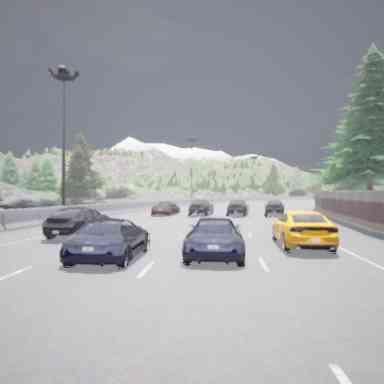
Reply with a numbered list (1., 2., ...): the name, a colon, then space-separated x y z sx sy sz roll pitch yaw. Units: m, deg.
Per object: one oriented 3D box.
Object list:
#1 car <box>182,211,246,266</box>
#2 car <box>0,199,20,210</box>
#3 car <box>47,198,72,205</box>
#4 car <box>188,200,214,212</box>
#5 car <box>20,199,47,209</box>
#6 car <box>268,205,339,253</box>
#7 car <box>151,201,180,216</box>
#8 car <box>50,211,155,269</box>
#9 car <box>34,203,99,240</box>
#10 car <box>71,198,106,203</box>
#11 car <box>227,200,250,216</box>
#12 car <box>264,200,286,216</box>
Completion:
1. car: 0.804 1.585 11.745 1.994 1.385 4.181 0 0 5
2. car: -21.981 1.545 42.706 2.033 1.411 5.357 0 0 16
3. car: -15.161 1.522 41.008 1.837 1.490 4.892 0 0 16
4. car: 0.985 1.561 33.015 1.837 1.490 4.892 0 0 14
5. car: -18.688 1.570 41.366 1.994 1.385 4.181 0 0 16
6. car: 4.546 1.515 13.909 1.882 1.535 5.008 0 0 6
7. car: -2.551 1.609 33.280 1.994 1.385 4.181 0 0 14
8. car: -2.746 1.573 11.330 1.994 1.385 4.181 0 0 5
9. car: -5.658 1.514 16.908 1.837 1.490 4.892 0 0 7
10. car: -11.903 1.551 39.731 1.812 1.442 4.674 0 0 16
11. car: 4.630 1.573 33.139 1.837 1.490 4.892 0 0 14
12. car: 8.282 1.585 33.267 1.837 1.490 4.892 0 0 15
